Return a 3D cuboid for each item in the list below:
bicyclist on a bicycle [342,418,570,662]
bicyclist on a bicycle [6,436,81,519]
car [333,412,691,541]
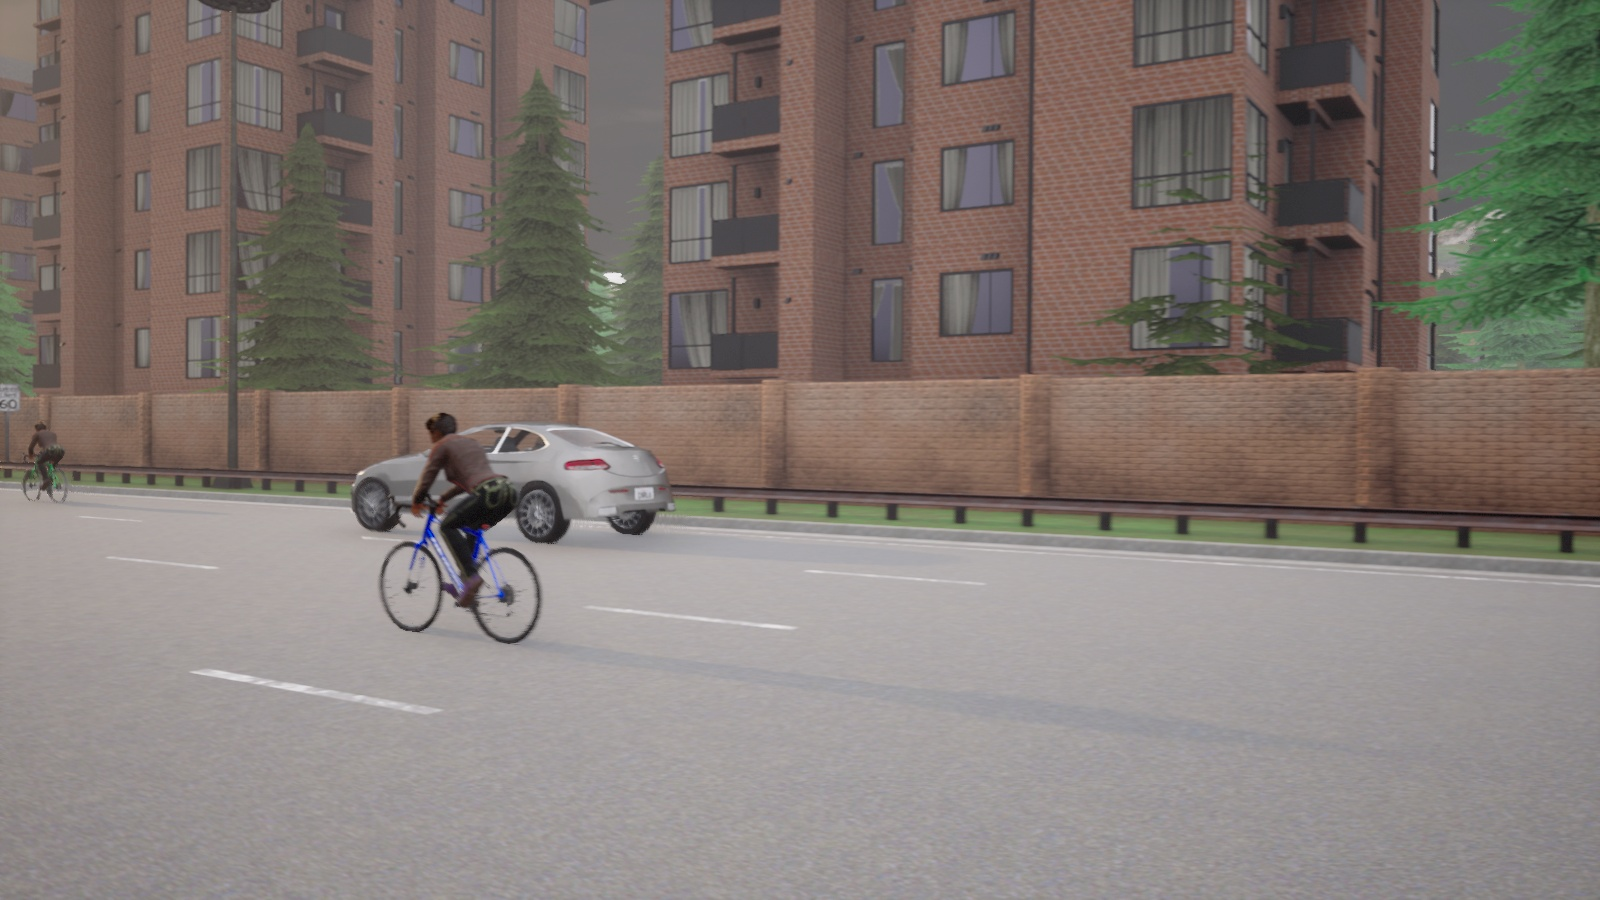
[{"bbox_3d":[-2.489,0.599,9.025,1.656,1.620,0.582,-1,1,32],"label":"bicyclist on a bicycle"},{"bbox_3d":[-15.162,0.533,25.161,1.656,1.620,0.582,-1,1,32],"label":"bicyclist on a bicycle"},{"bbox_3d":[-4.267,0.328,18.373,5.027,1.651,2.152,0,1,32],"label":"car"}]
